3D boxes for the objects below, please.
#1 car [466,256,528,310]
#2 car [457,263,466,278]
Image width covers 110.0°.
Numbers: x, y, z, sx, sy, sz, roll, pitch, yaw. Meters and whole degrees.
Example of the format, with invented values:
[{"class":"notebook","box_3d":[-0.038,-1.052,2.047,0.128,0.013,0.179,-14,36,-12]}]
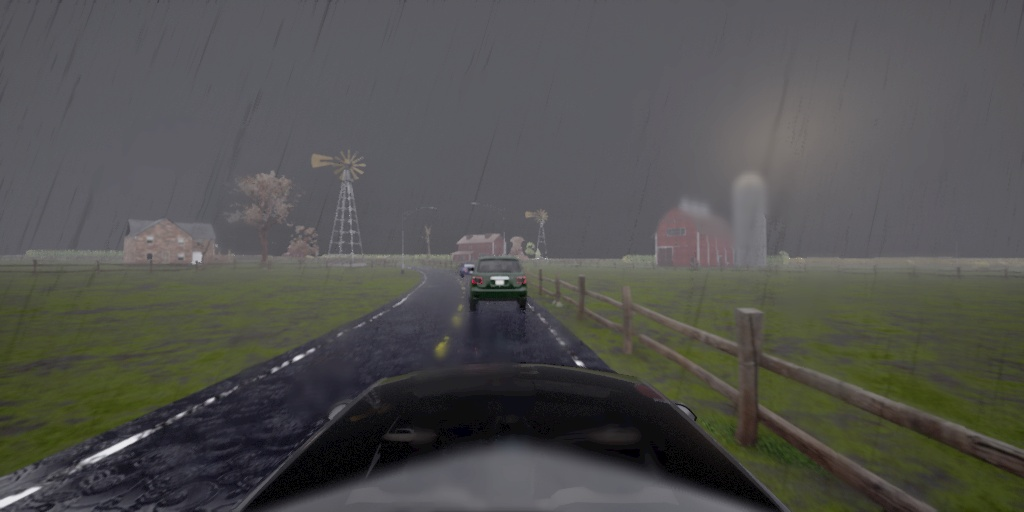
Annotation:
[{"class":"car","box_3d":[-0.662,1.033,15.257,2.150,2.045,5.566,0,0,-5]},{"class":"car","box_3d":[-4.502,1.409,36.875,1.812,1.442,4.674,0,0,-14]}]
